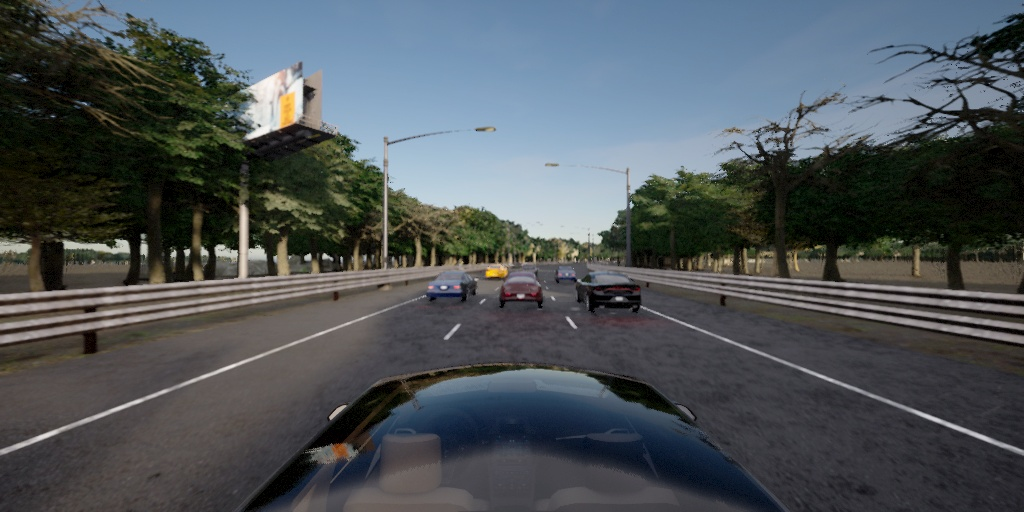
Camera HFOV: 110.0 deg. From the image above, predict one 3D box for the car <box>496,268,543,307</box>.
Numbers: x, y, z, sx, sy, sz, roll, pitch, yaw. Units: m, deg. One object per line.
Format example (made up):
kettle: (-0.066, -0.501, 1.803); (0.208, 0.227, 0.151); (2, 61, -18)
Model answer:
car: (0.445, 1.463, 16.660); (1.812, 1.442, 4.674); (0, -1, 2)

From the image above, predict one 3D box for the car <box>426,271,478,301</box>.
car: (-2.983, 1.509, 18.779); (2.033, 1.411, 5.357); (0, -1, 3)

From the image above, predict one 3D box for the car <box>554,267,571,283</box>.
car: (4.959, 1.703, 33.523); (2.033, 1.411, 5.357); (0, -1, 5)

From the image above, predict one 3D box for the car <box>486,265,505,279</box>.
car: (-1.602, 1.693, 38.679); (1.882, 1.535, 5.008); (0, -1, 5)

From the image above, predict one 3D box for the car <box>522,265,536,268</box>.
car: (1.893, 1.706, 38.435); (2.128, 1.511, 4.902); (0, -1, 5)

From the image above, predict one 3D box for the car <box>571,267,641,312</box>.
car: (3.885, 1.398, 15.157); (1.882, 1.535, 5.008); (0, -1, 2)
